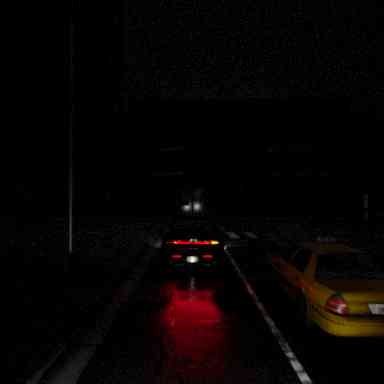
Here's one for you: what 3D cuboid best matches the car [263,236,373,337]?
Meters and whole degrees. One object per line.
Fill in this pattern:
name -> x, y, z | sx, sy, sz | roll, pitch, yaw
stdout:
car -> 2.642, 1.574, 6.841 | 1.752, 1.417, 4.829 | 0, 0, 0

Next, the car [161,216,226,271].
car -> 0.071, 1.583, 11.277 | 1.837, 1.490, 4.892 | 0, -1, 2

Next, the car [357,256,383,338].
car -> 2.643, 1.450, 1.234 | 1.967, 1.590, 4.097 | 0, 0, 0
